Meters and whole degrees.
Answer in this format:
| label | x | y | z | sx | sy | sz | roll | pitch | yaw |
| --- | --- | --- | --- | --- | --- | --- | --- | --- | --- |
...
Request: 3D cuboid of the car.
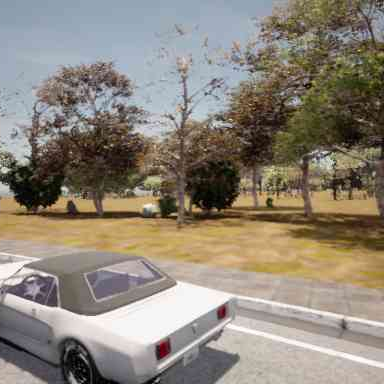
| label | x | y | z | sx | sy | sz | roll | pitch | yaw |
| --- | --- | --- | --- | --- | --- | --- | --- | --- | --- |
| car | -1.846 | 1.594 | 5.076 | 4.718 | 1.301 | 1.895 | 0 | 0 | 34 |
